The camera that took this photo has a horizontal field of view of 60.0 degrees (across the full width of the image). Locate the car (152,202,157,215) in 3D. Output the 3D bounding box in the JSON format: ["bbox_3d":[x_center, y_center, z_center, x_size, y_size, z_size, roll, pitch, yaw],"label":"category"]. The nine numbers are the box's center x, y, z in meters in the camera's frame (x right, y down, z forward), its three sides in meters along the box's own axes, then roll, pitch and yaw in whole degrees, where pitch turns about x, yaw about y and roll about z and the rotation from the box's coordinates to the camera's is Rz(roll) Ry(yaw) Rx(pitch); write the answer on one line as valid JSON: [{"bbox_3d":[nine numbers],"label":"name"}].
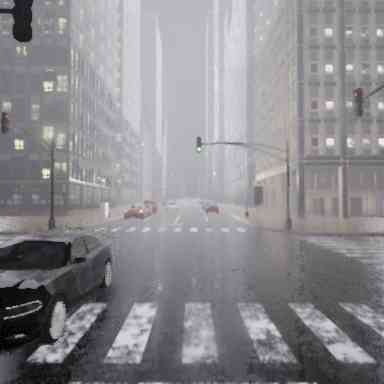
[{"bbox_3d":[-5.656,2.148,39.581,1.802,1.307,4.206,1,-1,0],"label":"car"}]

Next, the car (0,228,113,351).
[{"bbox_3d":[-2.997,1.579,6.773,1.882,1.535,5.008,0,-1,0],"label":"car"}]

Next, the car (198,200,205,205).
[{"bbox_3d":[2.758,2.910,95.404,1.887,1.381,4.507,1,-1,0],"label":"car"}]

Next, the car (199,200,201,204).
[{"bbox_3d":[2.738,2.452,61.944,1.947,1.339,4.313,1,-1,0],"label":"car"}]

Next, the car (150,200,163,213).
[{"bbox_3d":[-5.647,1.961,45.160,2.192,1.841,5.009,1,-1,0],"label":"car"}]

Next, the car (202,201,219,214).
[{"bbox_3d":[2.728,2.229,45.213,1.802,1.307,4.206,1,-1,0],"label":"car"}]

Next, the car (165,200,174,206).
[{"bbox_3d":[-5.629,2.748,84.178,1.887,1.381,4.507,1,-1,0],"label":"car"}]

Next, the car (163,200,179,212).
[{"bbox_3d":[-2.972,2.237,51.290,1.812,1.442,4.674,0,-1,0],"label":"car"}]

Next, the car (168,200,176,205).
[{"bbox_3d":[-5.623,2.930,95.327,1.947,1.339,4.313,1,-1,0],"label":"car"}]

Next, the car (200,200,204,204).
[{"bbox_3d":[2.736,2.334,56.538,1.752,1.417,4.829,1,-1,0],"label":"car"}]

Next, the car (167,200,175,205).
[{"bbox_3d":[-5.626,2.835,89.753,2.008,1.369,4.403,1,-1,0],"label":"car"}]

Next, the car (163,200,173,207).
[{"bbox_3d":[-5.632,2.675,78.603,2.008,1.369,4.403,1,-1,0],"label":"car"}]

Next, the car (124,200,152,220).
[{"bbox_3d":[-5.656,1.927,34.008,1.967,1.590,4.097,1,-1,0],"label":"car"}]
